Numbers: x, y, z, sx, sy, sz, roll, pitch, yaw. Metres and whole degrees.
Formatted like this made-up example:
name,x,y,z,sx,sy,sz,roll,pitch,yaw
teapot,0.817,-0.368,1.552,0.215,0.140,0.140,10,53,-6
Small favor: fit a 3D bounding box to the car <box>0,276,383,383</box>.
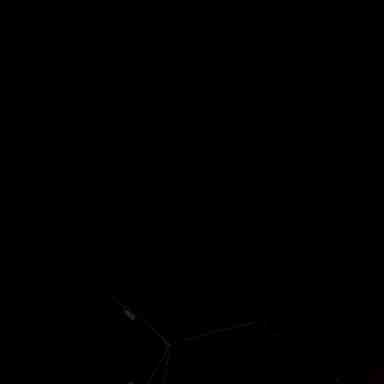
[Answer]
name,x,y,z,sx,sy,sz,roll,pitch,yaw
car,-0.426,1.596,2.915,4.718,1.301,1.895,0,0,-34
